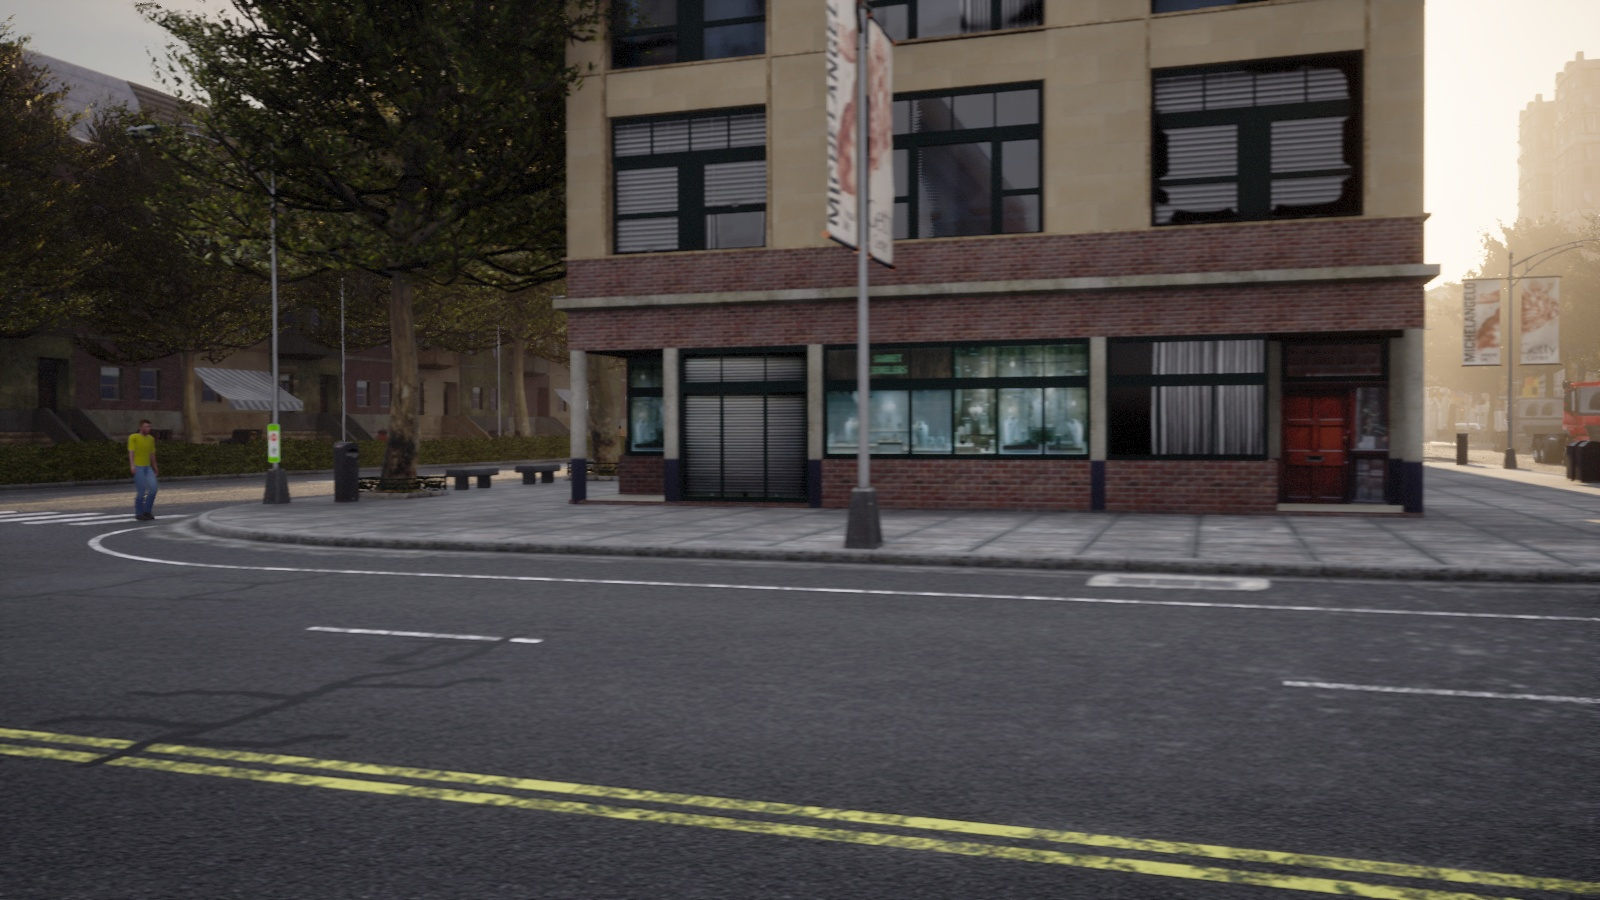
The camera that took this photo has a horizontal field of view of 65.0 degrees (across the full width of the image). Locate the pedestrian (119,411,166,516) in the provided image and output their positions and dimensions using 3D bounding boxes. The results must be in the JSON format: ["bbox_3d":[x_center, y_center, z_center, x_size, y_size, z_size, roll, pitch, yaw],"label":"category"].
[{"bbox_3d":[-11.723,0.235,22.392,0.706,1.836,0.354,1,1,22],"label":"pedestrian"}]

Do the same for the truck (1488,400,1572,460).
[{"bbox_3d":[44.655,-1.233,77.080,2.891,3.462,7.936,0,1,18],"label":"truck"}]

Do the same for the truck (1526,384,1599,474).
[{"bbox_3d":[32.646,-0.874,52.024,2.891,3.462,7.936,0,1,18],"label":"truck"}]
